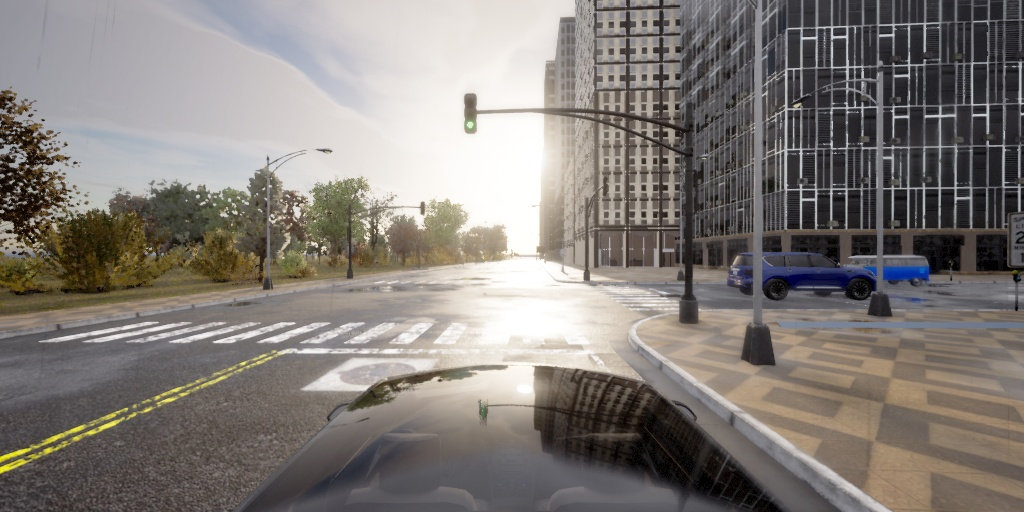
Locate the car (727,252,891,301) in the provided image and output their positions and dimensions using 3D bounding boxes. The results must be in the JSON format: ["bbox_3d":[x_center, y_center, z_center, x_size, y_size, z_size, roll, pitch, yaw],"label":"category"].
[{"bbox_3d":[12.732,0.837,15.976,5.566,2.045,2.150,0,0,4],"label":"car"}]

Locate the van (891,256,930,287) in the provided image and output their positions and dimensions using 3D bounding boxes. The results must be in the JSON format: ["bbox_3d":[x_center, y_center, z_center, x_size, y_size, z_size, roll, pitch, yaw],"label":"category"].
[{"bbox_3d":[21.990,0.862,21.219,3.998,1.789,1.690,0,0,4],"label":"van"}]
